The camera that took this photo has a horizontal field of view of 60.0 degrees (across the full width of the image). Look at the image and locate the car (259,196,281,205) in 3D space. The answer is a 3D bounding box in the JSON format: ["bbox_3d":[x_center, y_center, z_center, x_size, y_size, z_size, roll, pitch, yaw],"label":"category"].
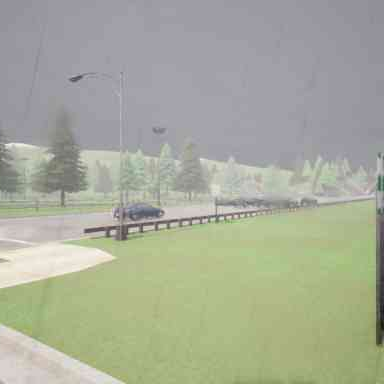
[{"bbox_3d":[13.869,1.491,58.958,2.128,1.511,4.902,0,0,35],"label":"car"}]

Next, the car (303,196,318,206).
[{"bbox_3d":[19.129,1.505,54.266,1.837,1.490,4.892,0,0,35],"label":"car"}]

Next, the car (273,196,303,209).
[{"bbox_3d":[13.265,1.505,45.806,1.837,1.490,4.892,0,0,35],"label":"car"}]

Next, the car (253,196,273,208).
[{"bbox_3d":[11.201,1.506,48.944,1.837,1.490,4.892,0,0,35],"label":"car"}]

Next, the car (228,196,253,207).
[{"bbox_3d":[8.035,1.491,50.530,2.128,1.511,4.902,0,0,35],"label":"car"}]

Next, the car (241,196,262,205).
[{"bbox_3d":[11.002,1.478,60.965,1.882,1.535,5.008,0,0,35],"label":"car"}]

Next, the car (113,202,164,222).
[{"bbox_3d":[-4.224,1.525,26.828,1.812,1.442,4.674,0,0,35],"label":"car"}]

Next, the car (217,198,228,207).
[{"bbox_3d":[5.338,1.564,52.767,1.994,1.385,4.181,0,0,35],"label":"car"}]
